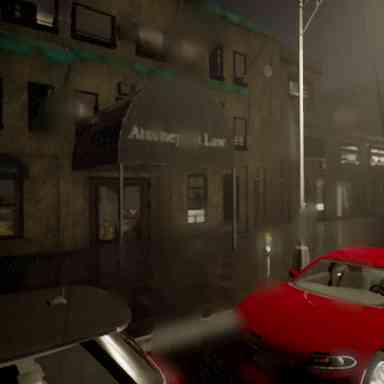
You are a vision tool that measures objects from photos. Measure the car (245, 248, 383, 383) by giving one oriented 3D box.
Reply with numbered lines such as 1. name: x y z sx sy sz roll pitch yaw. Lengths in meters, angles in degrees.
1. car: 2.537 1.544 4.793 4.507 1.381 1.887 0 -1 -36

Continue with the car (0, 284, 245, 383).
1. car: -1.940 1.440 1.515 4.097 1.590 1.967 0 -1 -36
